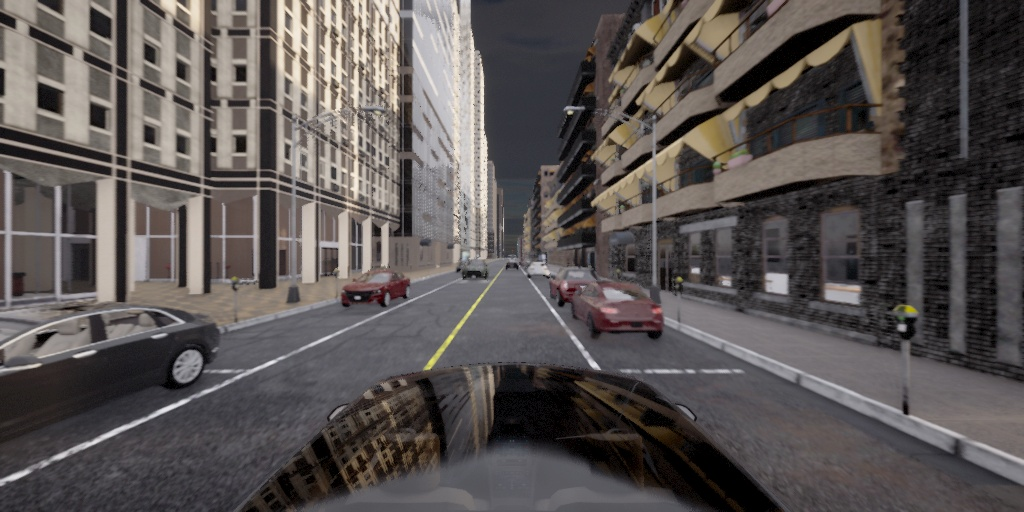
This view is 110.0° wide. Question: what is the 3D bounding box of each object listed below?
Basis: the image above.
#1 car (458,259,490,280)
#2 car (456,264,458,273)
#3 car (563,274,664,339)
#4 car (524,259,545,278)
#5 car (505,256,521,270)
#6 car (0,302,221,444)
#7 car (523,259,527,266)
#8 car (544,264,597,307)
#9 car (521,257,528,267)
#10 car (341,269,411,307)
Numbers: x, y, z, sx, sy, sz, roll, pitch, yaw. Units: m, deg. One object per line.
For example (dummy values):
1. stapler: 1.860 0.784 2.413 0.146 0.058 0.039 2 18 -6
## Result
1. car: -3.089 1.100 31.330 2.097 1.767 4.553 0 0 0
2. car: -5.684 1.316 43.705 1.948 1.339 4.313 0 0 0
3. car: 2.692 1.331 9.813 1.802 1.307 4.207 0 0 0
4. car: 2.356 1.274 33.118 1.812 1.442 4.674 0 0 0
5. car: 0.016 1.232 52.235 1.882 1.535 5.008 0 0 0
6. car: -5.689 1.300 4.165 2.007 1.370 4.403 0 0 0
7. car: 2.697 1.317 43.704 1.948 1.339 4.313 0 0 0
8. car: 2.693 1.188 15.462 1.967 1.591 4.097 0 0 0
9. car: 2.698 1.306 55.001 2.007 1.370 4.403 0 0 0
10. car: -5.688 1.293 15.463 1.888 1.381 4.507 0 0 0
